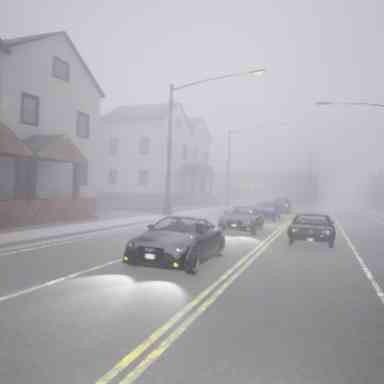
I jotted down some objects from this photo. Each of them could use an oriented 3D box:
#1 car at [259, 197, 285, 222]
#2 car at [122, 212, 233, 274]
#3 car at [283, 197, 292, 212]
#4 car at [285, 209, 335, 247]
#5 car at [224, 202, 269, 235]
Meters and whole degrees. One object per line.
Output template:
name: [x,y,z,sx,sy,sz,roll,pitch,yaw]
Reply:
car: [6.056,1.455,26.950,1.882,1.535,5.008,2,1,21]
car: [-0.349,1.459,10.290,1.994,1.385,4.181,2,1,21]
car: [9.639,1.376,36.204,2.097,1.767,4.553,2,1,21]
car: [5.652,1.663,15.645,1.895,1.301,4.718,2,1,21]
car: [2.804,1.499,18.528,1.994,1.385,4.181,2,1,20]
